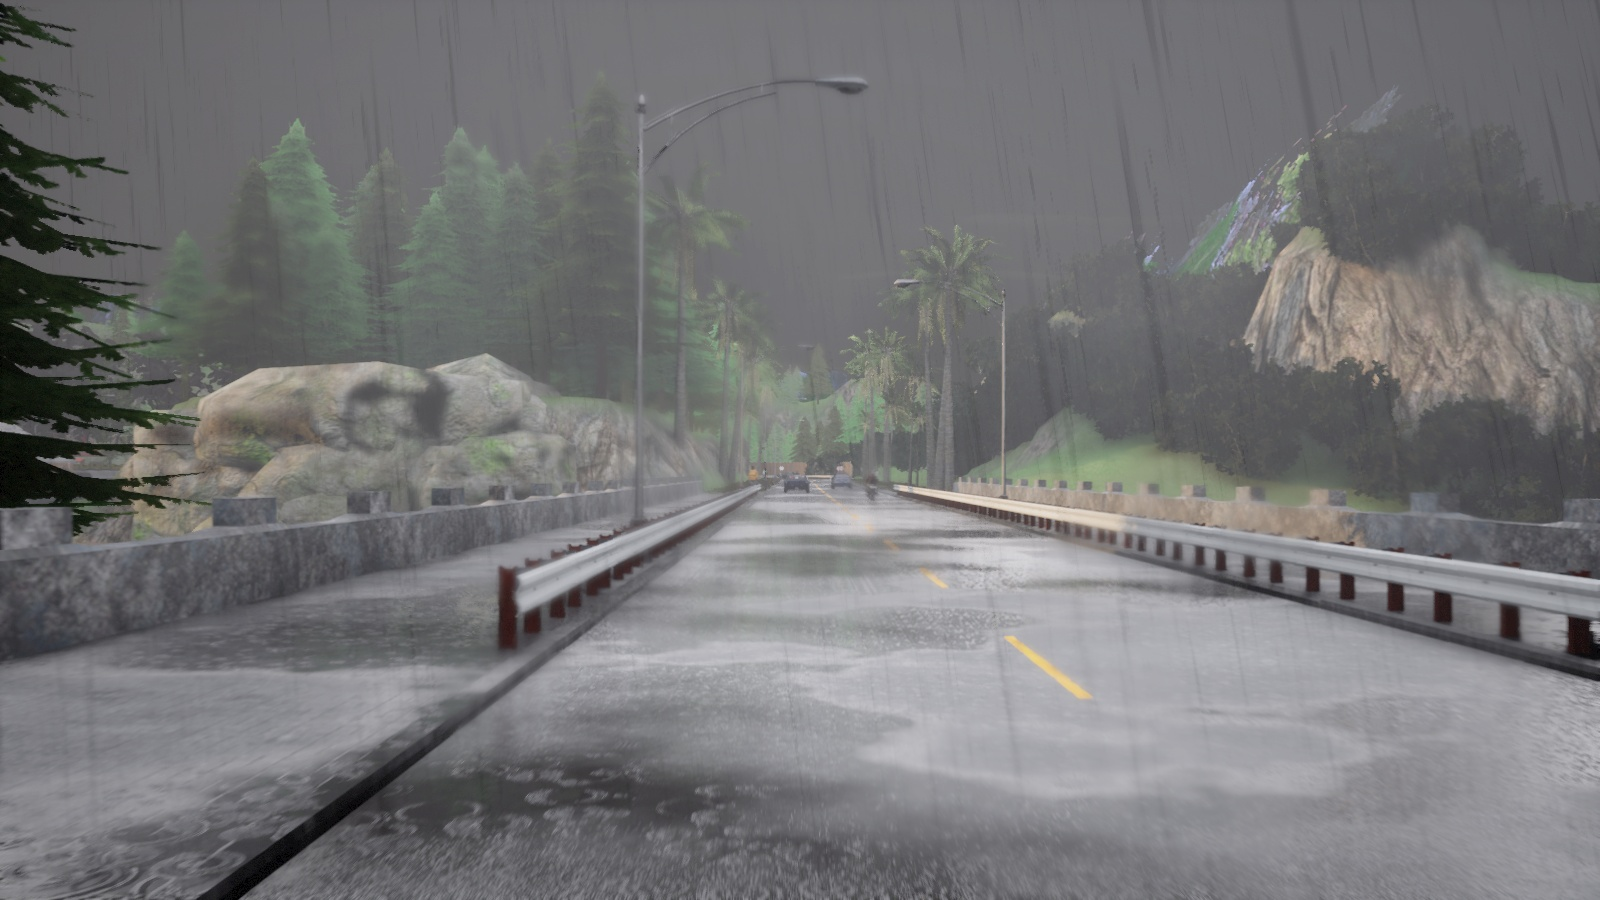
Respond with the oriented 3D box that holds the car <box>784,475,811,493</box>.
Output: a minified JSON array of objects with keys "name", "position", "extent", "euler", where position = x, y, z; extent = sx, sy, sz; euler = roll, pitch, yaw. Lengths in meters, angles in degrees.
[{"name":"car","position":[-0.210,2.436,90.837],"extent":[1.895,1.301,4.718],"euler":[0,-1,0]}]

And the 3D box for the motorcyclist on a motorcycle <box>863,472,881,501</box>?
[{"name":"motorcyclist on a motorcycle","position":[3.843,1.957,67.080],"extent":[0.866,1.530,2.191],"euler":[0,-1,0]}]
